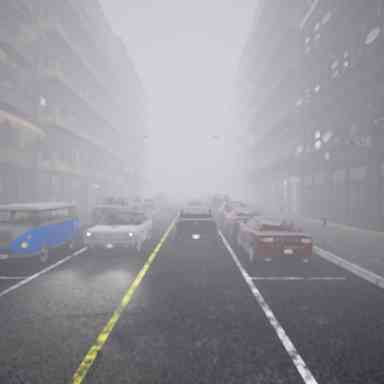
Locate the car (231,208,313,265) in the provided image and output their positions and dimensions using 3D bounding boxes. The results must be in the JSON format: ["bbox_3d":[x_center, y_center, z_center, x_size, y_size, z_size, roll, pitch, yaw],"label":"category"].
[{"bbox_3d":[2.632,1.470,11.267,1.887,1.381,4.507,1,0,0],"label":"car"}]

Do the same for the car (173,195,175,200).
[{"bbox_3d":[-4.946,1.200,77.732,1.802,1.307,4.206,1,0,0],"label":"car"}]

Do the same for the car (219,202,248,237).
[{"bbox_3d":[2.657,1.436,16.797,1.887,1.381,4.507,1,0,0],"label":"car"}]

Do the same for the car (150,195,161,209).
[{"bbox_3d":[-5.122,1.328,39.017,1.947,1.339,4.313,1,0,0],"label":"car"}]

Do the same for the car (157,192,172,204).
[{"bbox_3d":[-5.041,1.004,55.605,2.192,1.841,5.009,1,0,0],"label":"car"}]

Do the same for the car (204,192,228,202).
[{"bbox_3d":[2.704,1.112,33.389,2.192,1.841,5.009,1,0,0],"label":"car"}]

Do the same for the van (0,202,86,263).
[{"bbox_3d":[-5.244,1.261,11.364,1.690,1.788,3.998,2,0,0],"label":"van"}]

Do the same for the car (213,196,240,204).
[{"bbox_3d":[2.692,1.299,22.328,1.967,1.590,4.097,1,0,0],"label":"car"}]

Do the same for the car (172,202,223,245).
[{"bbox_3d":[0.165,1.406,14.953,1.837,1.490,4.892,0,1,0],"label":"car"}]

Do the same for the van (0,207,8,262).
[{"bbox_3d":[-5.268,1.296,5.832,1.690,1.788,3.998,2,0,0],"label":"van"}]

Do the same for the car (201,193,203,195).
[{"bbox_3d":[2.799,1.276,55.516,1.802,1.307,4.206,1,0,0],"label":"car"}]

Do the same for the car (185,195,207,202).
[{"bbox_3d":[0.249,1.324,32.789,1.812,1.442,4.674,0,0,0],"label":"car"}]

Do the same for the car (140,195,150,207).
[{"bbox_3d":[-5.166,1.137,27.953,2.192,1.841,5.009,1,0,0],"label":"car"}]

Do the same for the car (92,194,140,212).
[{"bbox_3d":[-5.192,1.168,22.424,2.192,1.841,5.009,1,0,0],"label":"car"}]

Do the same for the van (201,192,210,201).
[{"bbox_3d":[2.880,0.980,72.109,1.690,1.788,3.998,1,0,0],"label":"van"}]

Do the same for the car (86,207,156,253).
[{"bbox_3d":[-2.790,1.509,13.477,1.895,1.301,4.718,0,0,0],"label":"car"}]
